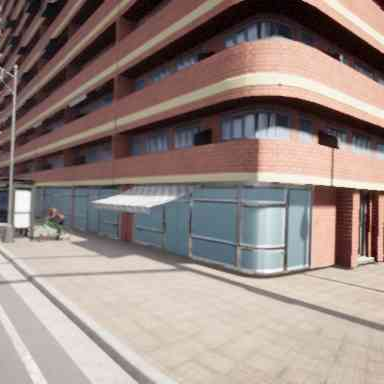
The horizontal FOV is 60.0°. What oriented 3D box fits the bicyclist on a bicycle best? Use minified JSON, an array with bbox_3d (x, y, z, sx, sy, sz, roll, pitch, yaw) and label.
[{"bbox_3d":[-6.069,1.372,14.535,1.656,1.620,0.582,2,-1,-38],"label":"bicyclist on a bicycle"}]
